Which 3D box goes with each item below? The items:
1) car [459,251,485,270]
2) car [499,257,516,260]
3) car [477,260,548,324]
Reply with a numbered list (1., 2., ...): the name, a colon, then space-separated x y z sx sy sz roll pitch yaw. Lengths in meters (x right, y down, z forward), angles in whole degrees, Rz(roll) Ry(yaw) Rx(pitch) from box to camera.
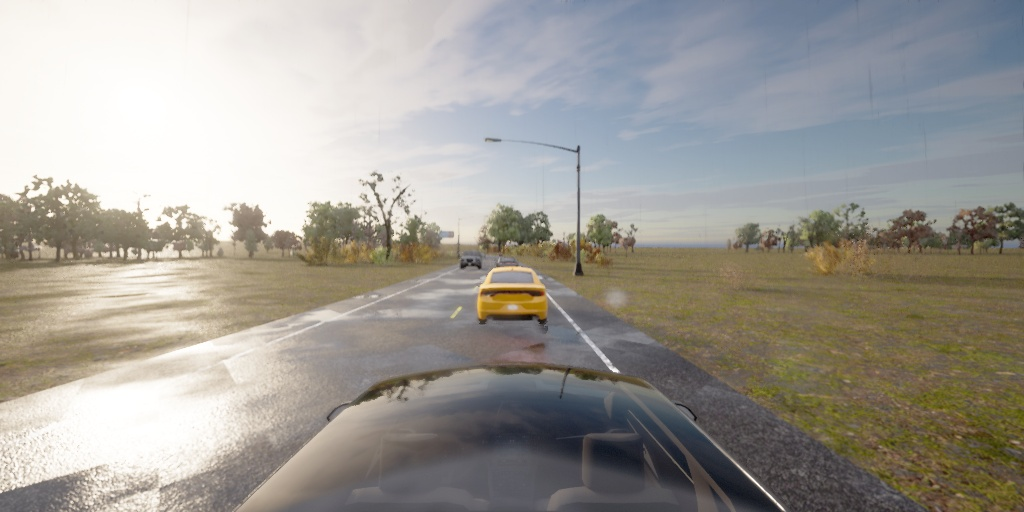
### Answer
1. car: -4.392 0.418 38.969 2.150 2.045 5.566 0 1 -2
2. car: -0.434 0.795 31.522 2.128 1.511 4.902 0 1 -2
3. car: -0.002 1.083 11.418 1.882 1.535 5.008 0 1 -1
